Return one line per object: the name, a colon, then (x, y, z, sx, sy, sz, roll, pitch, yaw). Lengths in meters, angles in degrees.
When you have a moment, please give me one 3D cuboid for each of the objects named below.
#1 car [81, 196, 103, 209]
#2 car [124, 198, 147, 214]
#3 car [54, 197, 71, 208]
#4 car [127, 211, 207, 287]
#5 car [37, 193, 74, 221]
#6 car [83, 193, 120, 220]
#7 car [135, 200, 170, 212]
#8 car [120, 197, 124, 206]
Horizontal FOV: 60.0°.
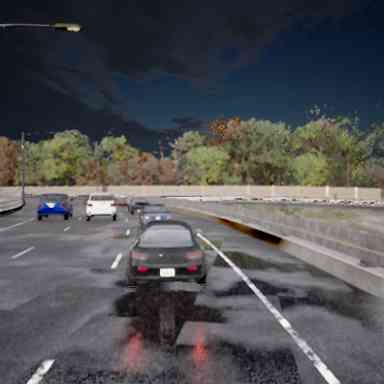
car: (-13.025, 1.291, 43.170, 2.033, 1.411, 5.357, 0, 0, -24)
car: (-5.217, 1.310, 32.274, 1.837, 1.490, 4.892, 0, 1, -17)
car: (-16.857, 1.347, 43.158, 1.895, 1.301, 4.718, 0, 0, -24)
car: (-0.679, 1.469, 9.115, 1.812, 1.442, 4.674, 0, 0, -4)
car: (-10.690, 1.068, 26.214, 2.150, 2.045, 5.566, 0, 0, -15)
car: (-7.094, 1.065, 26.259, 2.150, 2.045, 5.566, 0, 0, -14)
car: (-2.259, 1.424, 20.236, 2.033, 1.411, 5.357, 0, 0, -10)
car: (-10.021, 1.293, 44.936, 1.994, 1.385, 4.181, 0, 0, -24)
